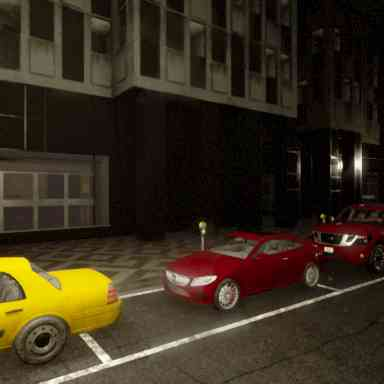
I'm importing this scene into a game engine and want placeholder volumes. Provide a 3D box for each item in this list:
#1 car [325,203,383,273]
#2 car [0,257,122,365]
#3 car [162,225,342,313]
[{"bbox_3d":[5.909,1.313,10.847,5.009,1.841,2.192,0,0,-35],"label":"car"},{"bbox_3d":[-3.362,1.525,4.257,4.829,1.417,1.752,0,0,-35],"label":"car"},{"bbox_3d":[1.342,1.581,7.601,4.206,1.307,1.802,0,0,-35],"label":"car"}]
